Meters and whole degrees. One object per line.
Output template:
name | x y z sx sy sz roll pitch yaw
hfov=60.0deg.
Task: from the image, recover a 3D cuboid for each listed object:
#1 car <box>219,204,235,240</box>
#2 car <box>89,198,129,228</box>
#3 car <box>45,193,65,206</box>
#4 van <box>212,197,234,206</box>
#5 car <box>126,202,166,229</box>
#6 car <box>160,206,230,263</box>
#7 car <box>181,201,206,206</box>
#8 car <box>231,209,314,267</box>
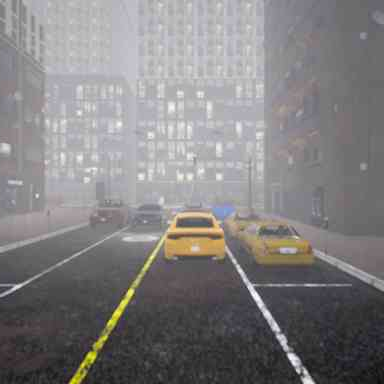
car | 2.572 1.530 16.840 1.752 1.417 4.829 0 0 0
car | -5.306 1.322 22.312 2.192 1.841 5.009 0 0 0
car | -20.865 1.121 47.931 5.009 1.841 2.192 1 -1 0
van | 2.574 1.352 27.950 1.690 1.788 3.998 0 0 0
car | -2.757 1.485 22.079 1.882 1.535 5.008 0 0 0
car | 0.094 1.480 12.059 1.882 1.535 5.008 0 0 0
car | 0.105 1.502 27.322 2.128 1.511 4.902 0 0 0
car | 2.571 1.528 11.199 1.752 1.417 4.829 0 0 0
